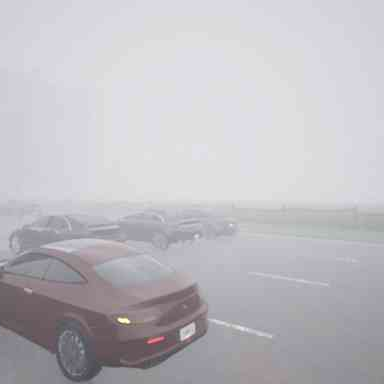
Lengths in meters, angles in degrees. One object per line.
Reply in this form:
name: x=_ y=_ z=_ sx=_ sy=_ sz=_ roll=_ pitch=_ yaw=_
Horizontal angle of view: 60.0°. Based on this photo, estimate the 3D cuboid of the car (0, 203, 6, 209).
car: x=-15.669 y=1.200 z=23.704 sx=4.553 sy=1.767 sz=2.097 roll=0 pitch=0 yaw=35

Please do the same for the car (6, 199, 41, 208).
car: x=-13.935 y=1.351 z=26.766 sx=4.892 sy=1.490 sz=1.837 roll=0 pitch=0 yaw=35

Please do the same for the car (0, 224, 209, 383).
car: x=-1.925 y=1.499 z=5.355 sx=4.674 sy=1.442 sz=1.812 roll=0 pitch=0 yaw=35

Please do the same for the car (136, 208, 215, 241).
car: x=-1.800 y=1.437 z=13.874 sx=4.902 sy=1.511 sz=2.128 roll=0 pitch=0 yaw=36

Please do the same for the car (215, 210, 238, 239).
car: x=0.210 y=1.510 z=16.738 sx=4.181 sy=1.385 sz=1.994 roll=0 pitch=0 yaw=36

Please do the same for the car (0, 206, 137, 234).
car: x=-4.372 y=1.447 z=11.410 sx=4.892 sy=1.490 sz=1.837 roll=0 pitch=0 yaw=36
